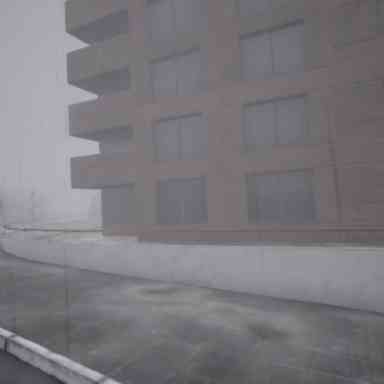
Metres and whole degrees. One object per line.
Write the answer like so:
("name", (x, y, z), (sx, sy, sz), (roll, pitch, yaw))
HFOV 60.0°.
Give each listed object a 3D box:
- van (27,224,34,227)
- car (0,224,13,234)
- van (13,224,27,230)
("van", (-33.139, 7.388, 65.696), (4.442, 1.987, 1.878), (-2, -7, 6))
("car", (-36.093, 7.013, 60.291), (5.366, 1.575, 1.946), (-2, -7, 6))
("van", (-34.467, 7.084, 62.991), (4.442, 1.987, 1.878), (-2, -7, 6))
